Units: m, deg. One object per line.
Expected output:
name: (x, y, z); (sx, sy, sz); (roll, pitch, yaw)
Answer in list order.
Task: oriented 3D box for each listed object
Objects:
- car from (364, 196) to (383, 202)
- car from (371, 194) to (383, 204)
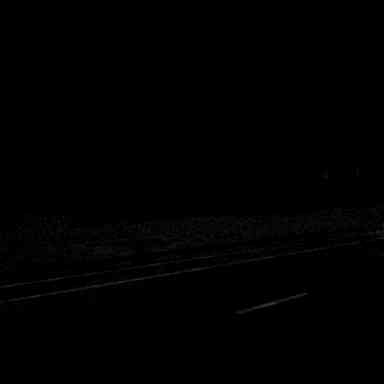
car: (39.478, 1.482, 71.238); (1.802, 1.307, 4.206); (-1, 1, -35)
car: (35.666, 1.340, 61.879); (2.192, 1.841, 5.009); (-1, 1, -35)
